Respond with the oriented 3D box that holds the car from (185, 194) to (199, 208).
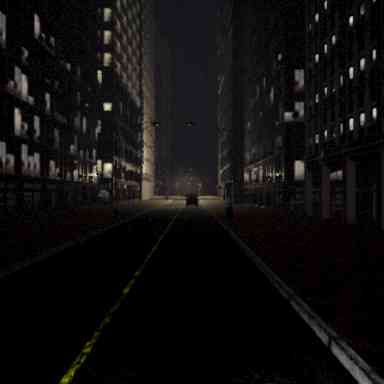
[{"bbox_3d":[-0.006,1.495,48.704,1.837,1.490,4.892,0,0,0],"label":"car"}]
